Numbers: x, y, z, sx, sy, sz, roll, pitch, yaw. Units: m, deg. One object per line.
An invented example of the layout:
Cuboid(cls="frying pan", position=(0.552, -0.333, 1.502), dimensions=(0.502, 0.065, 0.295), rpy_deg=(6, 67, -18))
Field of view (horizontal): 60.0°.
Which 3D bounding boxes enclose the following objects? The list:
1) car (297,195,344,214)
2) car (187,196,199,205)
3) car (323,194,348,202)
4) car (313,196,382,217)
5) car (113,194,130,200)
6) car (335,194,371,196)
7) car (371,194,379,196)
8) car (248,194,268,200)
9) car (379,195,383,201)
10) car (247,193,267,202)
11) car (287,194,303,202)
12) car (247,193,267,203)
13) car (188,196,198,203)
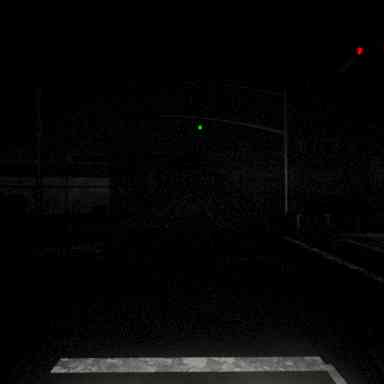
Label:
Cuboid(cls="car", position=(13.005, 1.330, 31.309), dimensions=(5.027, 1.636, 2.152), rpy_deg=(0, 0, 0))
Cuboid(cls="car", position=(0.228, 1.504, 59.203), dimensions=(1.837, 1.490, 4.892), rpy_deg=(0, 0, 0))
Cuboid(cls="car", position=(31.289, 1.298, 72.614), dimensions=(4.514, 1.523, 2.007), rpy_deg=(0, 0, 0))
Cuboid(cls="car", position=(13.069, 1.339, 28.172), dimensions=(4.514, 1.523, 2.007), rpy_deg=(0, 0, 0))
Cuboid(cls="car", position=(-19.436, 1.332, 91.485), dimensions=(4.674, 1.442, 1.812), rpy_deg=(0, 0, 0))
Cuboid(cls="car", position=(20.635, 1.319, 43.184), dimensions=(3.633, 1.501, 1.845), rpy_deg=(0, 0, 0))
Cuboid(cls="car", position=(38.352, 1.232, 68.978), dimensions=(3.806, 1.475, 1.970), rpy_deg=(0, 0, 0))
Cuboid(cls="car", position=(18.099, 1.333, 91.523), dimensions=(4.902, 1.511, 2.128), rpy_deg=(0, 0, 0))
Cuboid(cls="car", position=(38.699, 1.153, 62.562), dimensions=(5.027, 1.636, 2.152), rpy_deg=(0, 0, 0))
Cuboid(cls="car", position=(13.424, 1.077, 68.893), dimensions=(3.866, 1.878, 1.905), rpy_deg=(0, 0, 0))
Cuboid(cls="car", position=(21.304, 1.097, 65.636), dimensions=(4.605, 1.855, 1.932), rpy_deg=(0, 0, 0))
Cuboid(cls="car", position=(12.825, 1.361, 65.566), dimensions=(3.806, 1.475, 1.970), rpy_deg=(0, 0, 0))
Cuboid(cls="car", position=(0.247, 1.547, 69.589), dimensions=(2.033, 1.411, 5.357), rpy_deg=(0, 0, 0))
